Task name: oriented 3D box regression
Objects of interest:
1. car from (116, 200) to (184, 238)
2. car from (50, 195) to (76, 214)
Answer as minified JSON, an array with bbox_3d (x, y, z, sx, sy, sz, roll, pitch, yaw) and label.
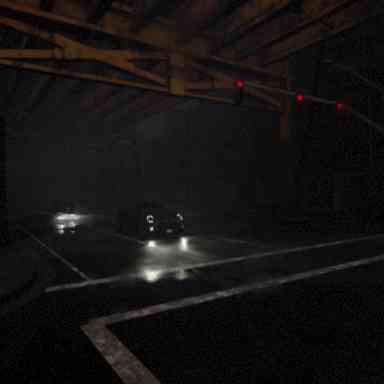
[{"bbox_3d":[-2.274,1.234,17.256,2.097,1.767,4.553,-1,0,-33],"label":"car"},{"bbox_3d":[-13.307,1.363,34.251,2.128,1.511,4.902,-1,1,-33],"label":"car"}]
